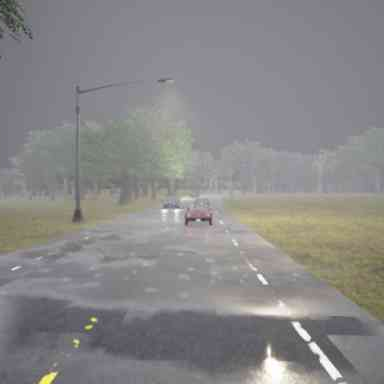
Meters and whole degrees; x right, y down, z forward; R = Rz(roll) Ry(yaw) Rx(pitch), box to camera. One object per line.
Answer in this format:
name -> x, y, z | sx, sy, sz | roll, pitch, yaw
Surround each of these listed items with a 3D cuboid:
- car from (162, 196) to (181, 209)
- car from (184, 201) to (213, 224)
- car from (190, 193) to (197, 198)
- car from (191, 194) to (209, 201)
car -> -2.498, 1.289, 41.571 | 1.837, 1.490, 4.892 | 0, 1, 3
car -> 0.487, 1.545, 23.970 | 1.895, 1.301, 4.718 | 0, 0, 2
car -> 0.543, 0.829, 81.478 | 2.033, 1.411, 5.357 | 0, 1, 6
car -> 1.273, 1.336, 42.986 | 1.994, 1.385, 4.181 | 0, 1, 3
